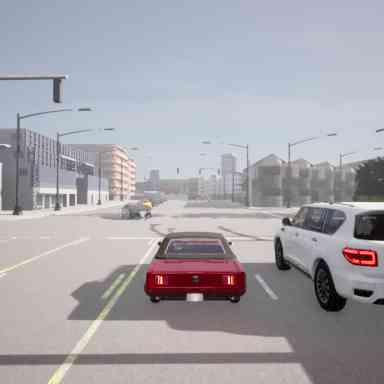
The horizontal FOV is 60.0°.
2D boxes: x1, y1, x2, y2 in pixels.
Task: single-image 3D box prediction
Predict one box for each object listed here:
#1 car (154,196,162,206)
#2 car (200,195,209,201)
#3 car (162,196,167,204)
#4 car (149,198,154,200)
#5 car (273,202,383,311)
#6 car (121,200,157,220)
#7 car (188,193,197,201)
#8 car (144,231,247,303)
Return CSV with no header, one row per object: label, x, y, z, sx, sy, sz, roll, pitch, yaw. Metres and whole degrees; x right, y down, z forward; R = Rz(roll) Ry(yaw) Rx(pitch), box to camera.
car,-7.057,1.906,59.915,1.837,1.490,4.892,0,0,0
car,3.520,1.523,89.240,2.097,1.767,4.553,0,-1,0
car,-6.985,1.815,70.068,2.128,1.511,4.902,0,1,0
car,-7.086,1.859,48.239,1.882,1.535,5.008,0,-1,0
car,3.565,1.234,7.919,2.150,2.045,5.566,0,0,0
car,-5.160,1.693,30.152,2.128,1.511,4.902,0,-1,-25
car,0.020,1.389,88.887,2.150,2.045,5.566,0,-1,0
car,0.071,1.617,8.211,1.895,1.301,4.718,0,0,0
